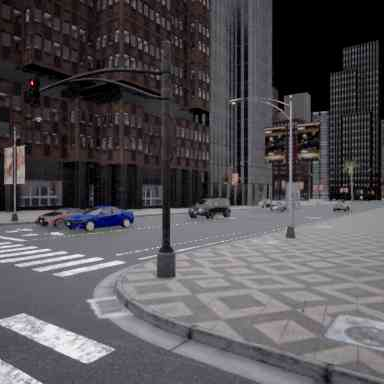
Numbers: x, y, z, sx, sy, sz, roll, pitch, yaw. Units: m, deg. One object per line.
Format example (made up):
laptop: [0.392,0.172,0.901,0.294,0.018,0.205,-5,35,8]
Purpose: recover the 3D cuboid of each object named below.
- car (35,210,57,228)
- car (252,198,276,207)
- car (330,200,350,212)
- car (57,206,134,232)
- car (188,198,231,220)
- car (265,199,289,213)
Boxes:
car: [-8.971,1.794,23.955,1.994,1.385,4.181,0,-1,36]
car: [10.999,1.745,52.097,2.097,1.767,4.553,0,-1,35]
car: [24.184,2.431,53.688,2.033,1.411,5.357,0,-1,34]
car: [-6.107,1.718,22.381,1.882,1.535,5.008,0,-1,35]
car: [1.915,1.664,33.749,2.150,2.045,5.566,0,-1,35]
car: [13.207,2.222,49.601,2.128,1.511,4.902,0,-1,35]
